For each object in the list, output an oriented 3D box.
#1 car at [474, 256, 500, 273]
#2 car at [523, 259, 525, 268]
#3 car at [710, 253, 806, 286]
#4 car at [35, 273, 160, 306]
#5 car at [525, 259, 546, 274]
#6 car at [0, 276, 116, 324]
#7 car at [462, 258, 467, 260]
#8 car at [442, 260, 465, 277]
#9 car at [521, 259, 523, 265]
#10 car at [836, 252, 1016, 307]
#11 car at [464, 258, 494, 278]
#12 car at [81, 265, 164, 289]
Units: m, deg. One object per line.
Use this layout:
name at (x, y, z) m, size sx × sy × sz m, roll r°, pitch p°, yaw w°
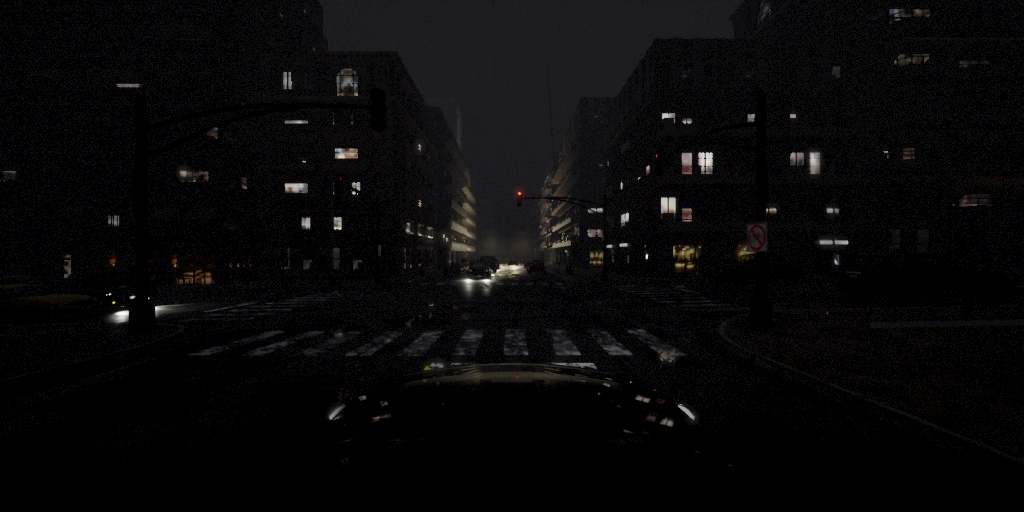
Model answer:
car at (-2.993, 0.981, 44.056) m, size 2.150 × 2.045 × 5.566 m, roll 0°, pitch 0°, yaw 0°
car at (2.802, 1.200, 46.437) m, size 1.967 × 1.591 × 4.097 m, roll 0°, pitch 0°, yaw 0°
car at (14.625, 0.759, 21.376) m, size 5.009 × 1.841 × 2.192 m, roll 0°, pitch 0°, yaw 0°
car at (-18.288, 1.628, 15.380) m, size 4.181 × 1.385 × 1.994 m, roll -1°, pitch 0°, yaw 0°
car at (2.788, 1.198, 40.754) m, size 1.967 × 1.591 × 4.097 m, roll 0°, pitch 0°, yaw 0°
car at (-17.602, 1.585, 12.795) m, size 4.829 × 1.417 × 1.751 m, roll 0°, pitch 0°, yaw 0°
car at (-5.593, 1.283, 40.604) m, size 1.751 × 1.417 × 4.829 m, roll 0°, pitch 0°, yaw 0°
car at (-5.606, 1.322, 35.091) m, size 1.948 × 1.339 × 4.313 m, roll 0°, pitch 0°, yaw 0°
car at (2.831, 1.348, 57.802) m, size 1.802 × 1.307 × 4.207 m, roll 0°, pitch 0°, yaw 0°
car at (14.738, 0.775, 12.997) m, size 5.009 × 1.841 × 2.192 m, roll 0°, pitch 0°, yaw 0°
car at (-3.020, 1.233, 34.074) m, size 1.882 × 1.535 × 5.008 m, roll 0°, pitch 0°, yaw 0°
car at (-23.550, 1.462, 21.106) m, size 5.009 × 1.841 × 2.192 m, roll 0°, pitch 0°, yaw 0°
